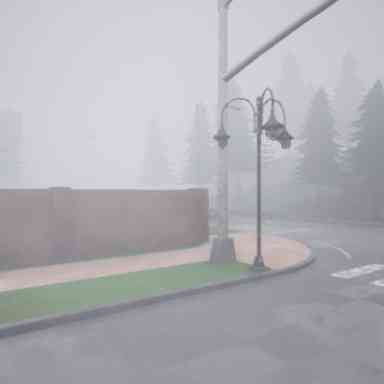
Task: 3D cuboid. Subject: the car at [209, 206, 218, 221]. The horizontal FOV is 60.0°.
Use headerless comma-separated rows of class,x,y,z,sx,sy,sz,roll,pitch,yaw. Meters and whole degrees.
car,0.210,1.500,26.687,2.128,1.511,4.902,0,0,-34
